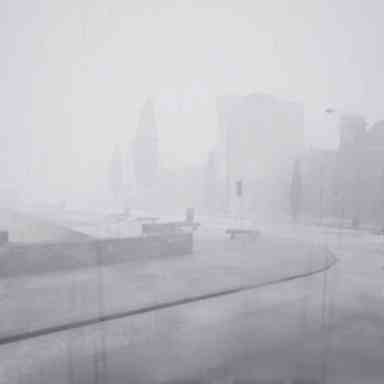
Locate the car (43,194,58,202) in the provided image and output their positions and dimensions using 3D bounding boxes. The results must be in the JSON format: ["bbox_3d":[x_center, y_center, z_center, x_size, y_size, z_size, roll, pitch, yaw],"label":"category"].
[{"bbox_3d":[-35.270,1.837,83.821,1.895,1.301,4.718,1,-1,-35],"label":"car"}]
